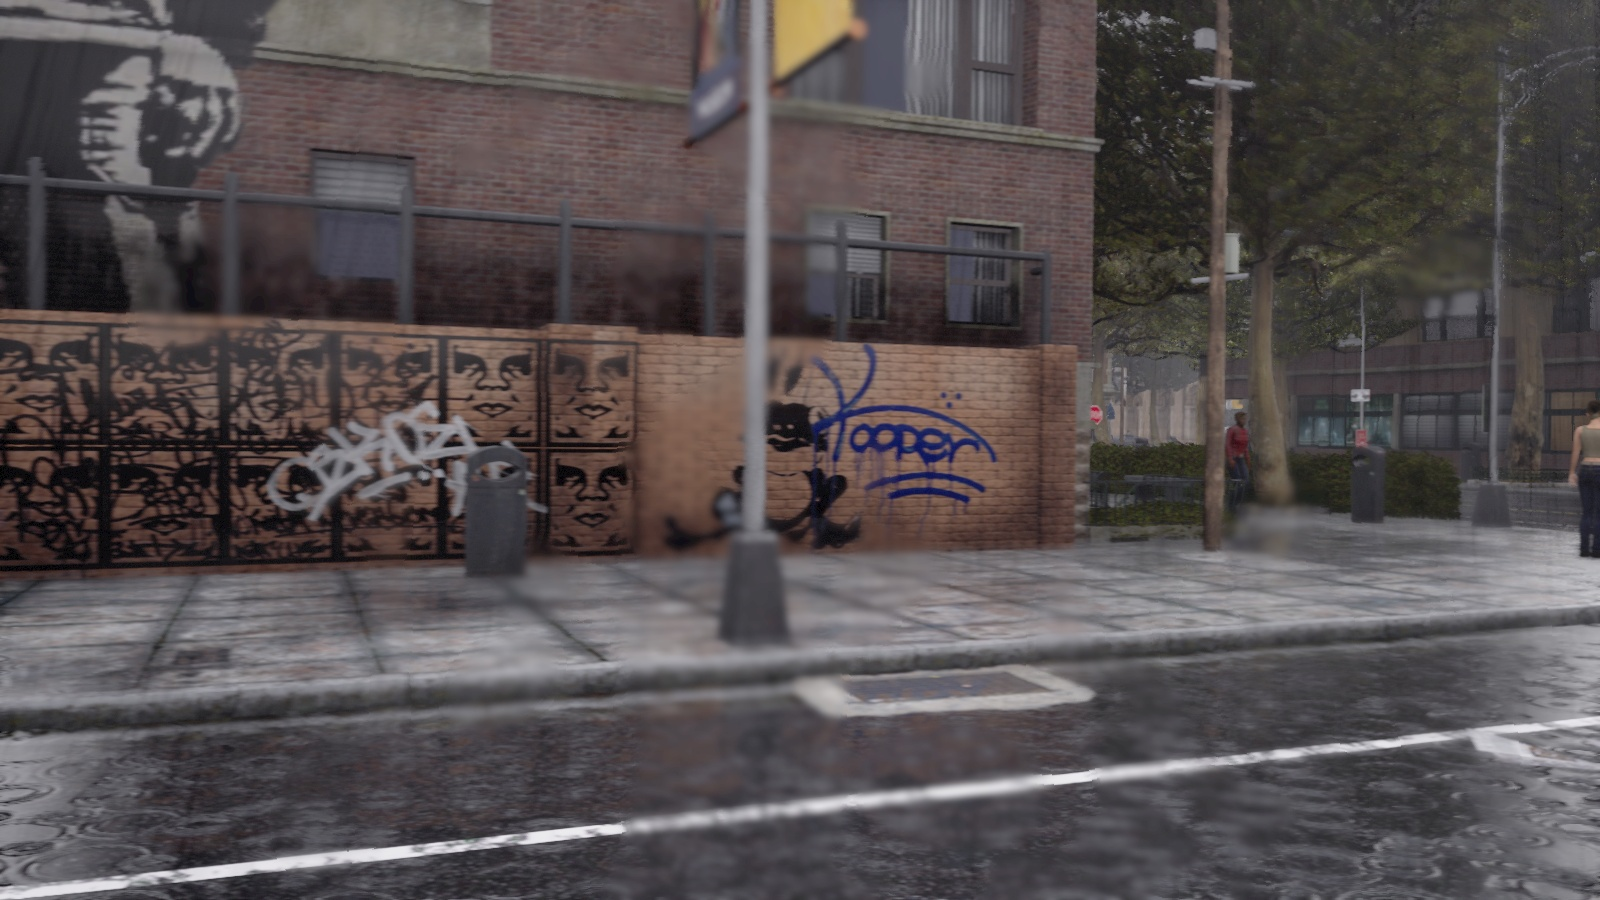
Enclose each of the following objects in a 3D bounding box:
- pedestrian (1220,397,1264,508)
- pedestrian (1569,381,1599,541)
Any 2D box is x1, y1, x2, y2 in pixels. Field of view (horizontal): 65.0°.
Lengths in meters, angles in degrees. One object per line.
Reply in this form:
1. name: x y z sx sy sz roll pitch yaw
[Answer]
1. pedestrian: 7.466 0.040 21.214 0.331 1.846 0.636 -1 1 -30
2. pedestrian: 9.316 0.122 14.654 0.594 1.836 0.345 -1 1 -31
